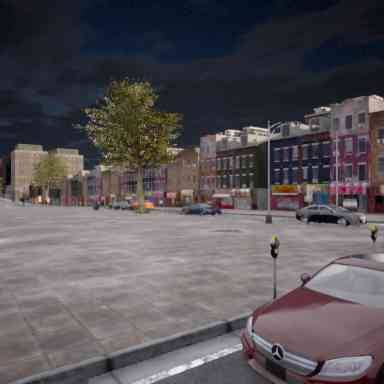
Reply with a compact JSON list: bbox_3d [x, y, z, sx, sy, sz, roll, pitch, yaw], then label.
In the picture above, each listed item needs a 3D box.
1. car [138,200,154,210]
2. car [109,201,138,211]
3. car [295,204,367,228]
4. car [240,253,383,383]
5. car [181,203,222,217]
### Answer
[{"bbox_3d":[-7.950,2.039,52.862,2.097,1.767,4.553,0,-1,-35],"label":"car"},{"bbox_3d":[-10.836,2.232,51.993,1.837,1.490,4.892,0,-2,-36],"label":"car"},{"bbox_3d":[9.603,1.625,23.304,2.128,1.511,4.902,0,-1,-36],"label":"car"},{"bbox_3d":[2.563,1.582,4.631,4.206,1.307,1.802,0,0,-35],"label":"car"},{"bbox_3d":[0.910,1.879,35.438,2.033,1.411,5.357,0,-1,-36],"label":"car"}]
